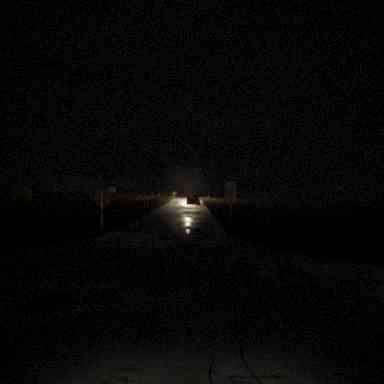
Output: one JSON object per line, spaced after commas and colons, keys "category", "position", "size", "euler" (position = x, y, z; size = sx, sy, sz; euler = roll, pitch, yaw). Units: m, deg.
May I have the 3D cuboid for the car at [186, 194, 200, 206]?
{"category": "car", "position": [0.187, 1.184, 52.806], "size": [2.097, 1.767, 4.553], "euler": [0, 1, 0]}

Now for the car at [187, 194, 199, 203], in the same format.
{"category": "car", "position": [0.224, 1.189, 62.871], "size": [2.128, 1.511, 4.902], "euler": [0, 1, 0]}
